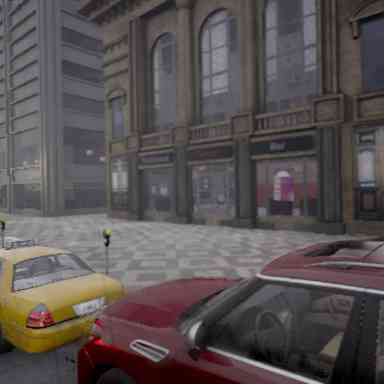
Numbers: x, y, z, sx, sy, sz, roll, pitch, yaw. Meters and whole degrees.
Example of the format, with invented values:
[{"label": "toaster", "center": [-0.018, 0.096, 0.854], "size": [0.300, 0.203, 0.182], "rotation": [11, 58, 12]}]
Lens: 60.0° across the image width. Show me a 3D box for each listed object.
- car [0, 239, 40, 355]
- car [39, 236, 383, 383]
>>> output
[{"label": "car", "center": [-3.149, 1.538, 5.993], "size": [4.829, 1.417, 1.752], "rotation": [-1, 0, 40]}, {"label": "car", "center": [1.261, 1.267, 2.261], "size": [5.009, 1.841, 2.192], "rotation": [-1, 0, 40]}]
